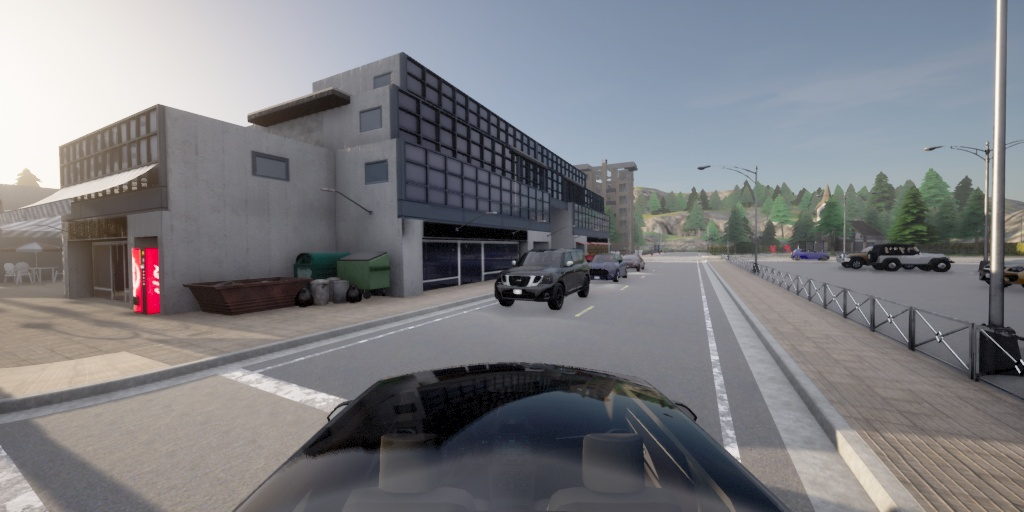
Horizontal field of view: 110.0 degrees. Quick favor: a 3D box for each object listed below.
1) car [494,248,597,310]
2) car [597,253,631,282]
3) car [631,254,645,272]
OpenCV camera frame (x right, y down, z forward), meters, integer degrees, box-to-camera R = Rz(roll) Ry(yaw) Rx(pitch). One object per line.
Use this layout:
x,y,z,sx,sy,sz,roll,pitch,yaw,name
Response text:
1.427,0.725,13.861,2.150,2.045,5.566,0,1,27,car
5.901,0.619,22.621,2.097,1.767,4.553,0,1,27,car
10.559,0.547,31.731,1.812,1.442,4.674,0,1,27,car
